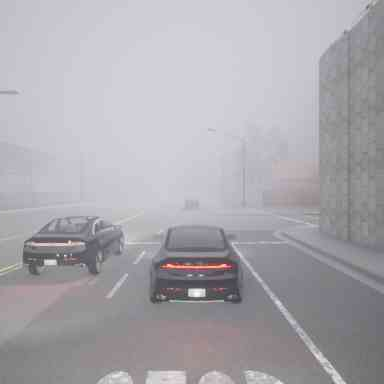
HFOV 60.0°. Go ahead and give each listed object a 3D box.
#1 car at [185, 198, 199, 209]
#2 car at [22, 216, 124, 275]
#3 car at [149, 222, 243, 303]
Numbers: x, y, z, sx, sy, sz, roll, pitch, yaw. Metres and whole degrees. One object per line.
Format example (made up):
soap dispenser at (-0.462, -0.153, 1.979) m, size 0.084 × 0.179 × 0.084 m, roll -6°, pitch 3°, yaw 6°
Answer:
car at (-0.022, 1.491, 44.190) m, size 2.128 × 1.511 × 4.902 m, roll 0°, pitch 0°, yaw 0°
car at (-3.429, 1.491, 10.468) m, size 2.128 × 1.511 × 4.902 m, roll 0°, pitch 0°, yaw 0°
car at (0.079, 1.505, 8.200) m, size 1.837 × 1.490 × 4.892 m, roll 0°, pitch 0°, yaw 0°
